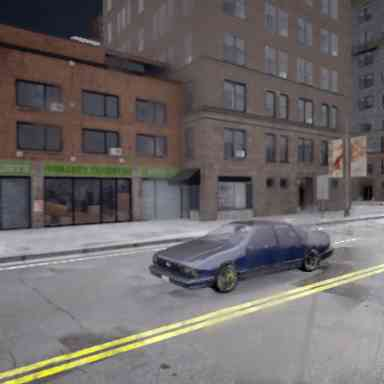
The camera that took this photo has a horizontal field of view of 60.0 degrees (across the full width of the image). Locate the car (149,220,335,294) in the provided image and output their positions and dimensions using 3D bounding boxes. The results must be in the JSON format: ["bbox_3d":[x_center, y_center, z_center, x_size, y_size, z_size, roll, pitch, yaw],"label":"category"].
[{"bbox_3d":[1.590,1.475,8.804,5.357,1.411,2.033,-1,0,-35],"label":"car"}]
